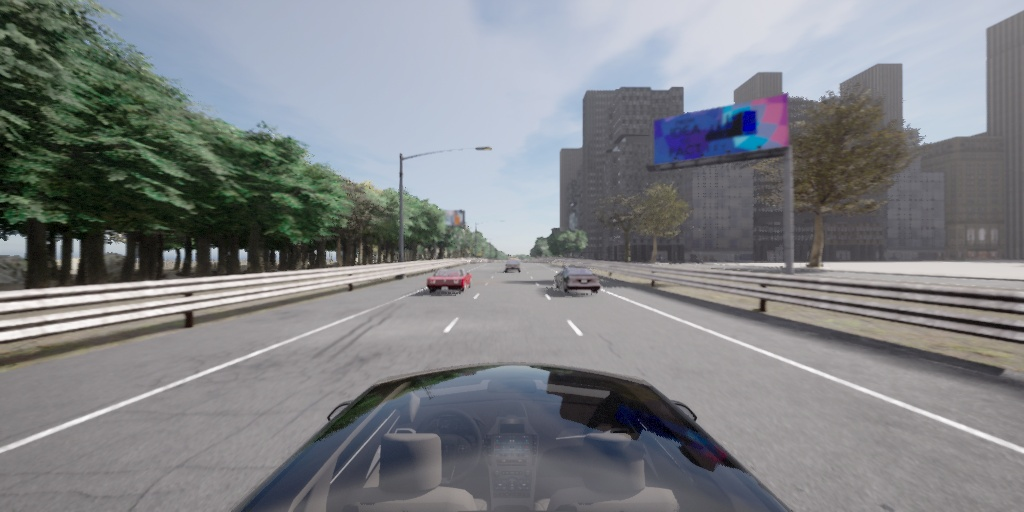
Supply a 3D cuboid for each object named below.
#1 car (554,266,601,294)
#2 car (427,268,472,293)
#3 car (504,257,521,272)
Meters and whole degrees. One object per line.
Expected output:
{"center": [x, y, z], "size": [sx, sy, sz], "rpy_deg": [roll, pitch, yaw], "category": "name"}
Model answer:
{"center": [3.589, 1.283, 20.339], "size": [2.033, 1.411, 5.357], "rpy_deg": [0, 0, 0], "category": "car"}
{"center": [-3.406, 1.337, 20.403], "size": [1.895, 1.301, 4.718], "rpy_deg": [0, 0, 0], "category": "car"}
{"center": [0.084, 1.146, 43.054], "size": [2.033, 1.411, 5.357], "rpy_deg": [0, 0, 0], "category": "car"}
